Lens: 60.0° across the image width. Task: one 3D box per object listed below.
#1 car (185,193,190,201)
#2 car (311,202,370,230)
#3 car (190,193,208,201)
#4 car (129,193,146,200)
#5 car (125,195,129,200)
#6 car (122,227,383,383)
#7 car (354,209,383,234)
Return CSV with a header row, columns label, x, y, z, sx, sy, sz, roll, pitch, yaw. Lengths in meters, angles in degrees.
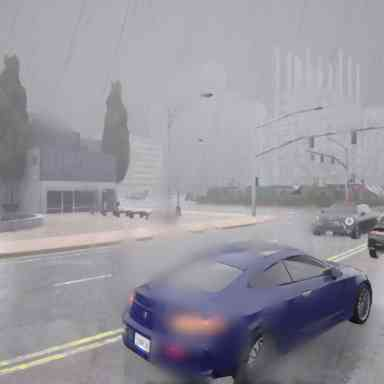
label,x,y,z,sx,sy,sz,roll,pitch,yaw
car,0.013,1.156,76.458,1.905,1.878,3.866,0,0,44
car,7.973,1.351,17.296,2.097,1.767,4.553,0,0,43
car,2.097,1.395,74.448,1.970,1.475,3.806,0,0,44
car,-14.188,1.156,90.002,1.905,1.878,3.866,0,0,44
car,-16.241,1.153,92.043,1.932,1.855,4.605,0,0,44
car,1.162,1.526,5.278,4.674,1.442,1.812,0,0,-42
car,7.747,1.491,11.790,2.128,1.511,4.902,0,0,43
